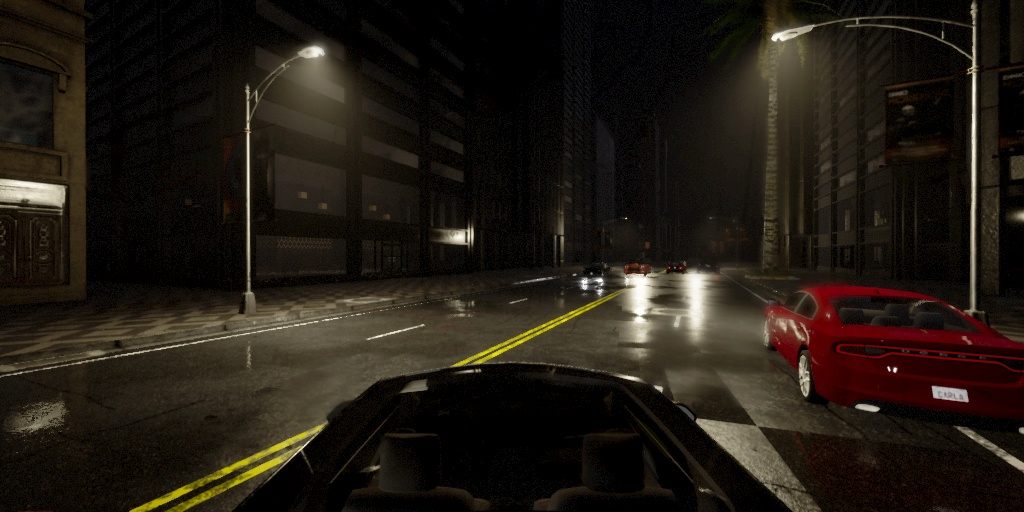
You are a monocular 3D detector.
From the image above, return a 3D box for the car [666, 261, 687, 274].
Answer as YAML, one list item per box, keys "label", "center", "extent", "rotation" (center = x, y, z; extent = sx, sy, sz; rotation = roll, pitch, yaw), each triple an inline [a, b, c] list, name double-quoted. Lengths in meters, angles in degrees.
- label: "car"
  center: [18.597, 1.316, 40.701]
  extent: [2.033, 1.411, 5.357]
  rotation: [0, 0, 27]

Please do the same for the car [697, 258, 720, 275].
- label: "car"
  center: [21.997, 1.121, 40.221]
  extent: [2.097, 1.767, 4.553]
  rotation: [0, 0, 27]

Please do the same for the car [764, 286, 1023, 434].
- label: "car"
  center: [5.507, 1.228, 5.786]
  extent: [1.882, 1.535, 5.008]
  rotation: [0, 0, 27]

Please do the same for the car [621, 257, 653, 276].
- label: "car"
  center: [13.156, 1.116, 37.651]
  extent: [2.097, 1.767, 4.553]
  rotation: [0, 0, 27]

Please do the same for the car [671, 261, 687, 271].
- label: "car"
  center: [23.473, 1.379, 50.206]
  extent: [1.895, 1.301, 4.718]
  rotation: [0, 0, 27]

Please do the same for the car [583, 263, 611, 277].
- label: "car"
  center: [8.468, 1.363, 35.634]
  extent: [1.895, 1.301, 4.718]
  rotation: [0, 0, 27]
